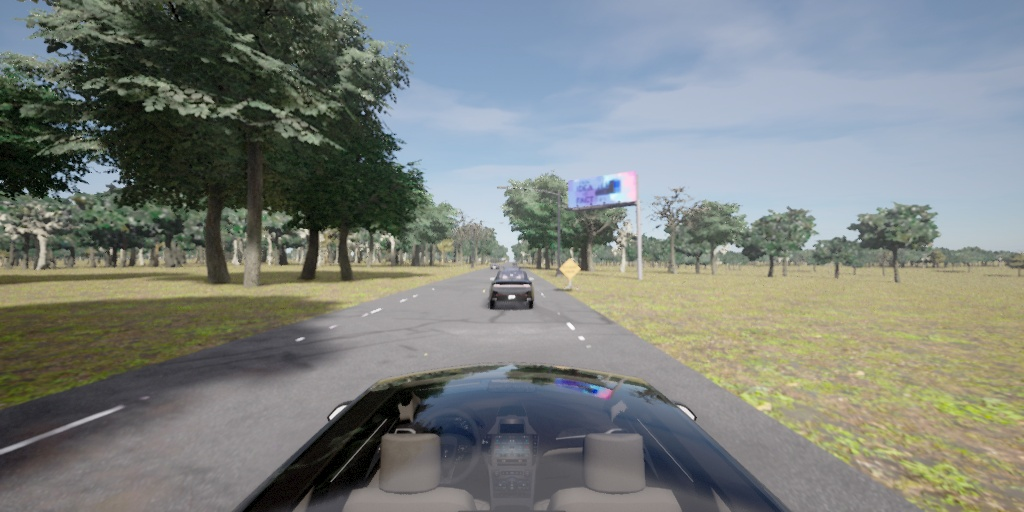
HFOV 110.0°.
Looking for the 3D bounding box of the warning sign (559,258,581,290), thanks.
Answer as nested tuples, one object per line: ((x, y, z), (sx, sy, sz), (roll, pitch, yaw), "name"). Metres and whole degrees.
((3.537, 1.066, 21.709), (1.300, 1.860, 1.060), (0, 0, 0), "warning sign")

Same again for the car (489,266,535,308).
((-0.005, 1.386, 16.155), (2.128, 1.511, 4.902), (0, 0, 0), "car")

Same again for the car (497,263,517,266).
((-0.018, 1.601, 30.860), (2.033, 1.411, 5.357), (0, -1, 0), "car")
